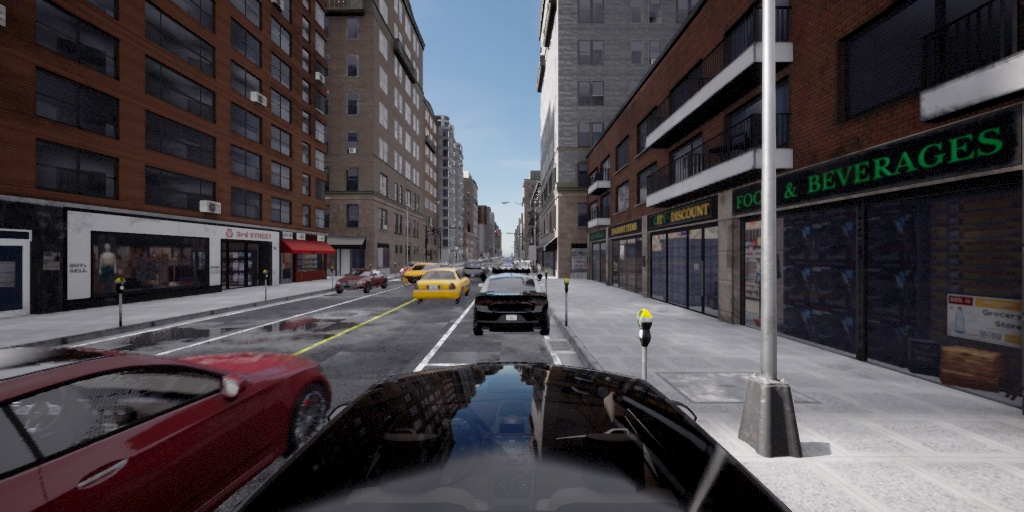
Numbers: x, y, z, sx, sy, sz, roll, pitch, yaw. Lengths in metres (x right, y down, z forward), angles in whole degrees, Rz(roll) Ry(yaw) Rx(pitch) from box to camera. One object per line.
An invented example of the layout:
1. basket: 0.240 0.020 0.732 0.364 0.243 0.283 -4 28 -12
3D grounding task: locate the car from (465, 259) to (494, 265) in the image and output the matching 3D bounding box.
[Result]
1. car: -2.933 1.243 29.353 2.128 1.511 4.902 0 0 0

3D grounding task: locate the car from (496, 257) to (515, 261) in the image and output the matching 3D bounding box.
1. car: -0.383 1.190 36.951 1.967 1.591 4.097 0 0 0

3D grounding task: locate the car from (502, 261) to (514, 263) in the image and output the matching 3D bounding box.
1. car: -0.383 1.300 25.913 2.007 1.370 4.403 0 0 0

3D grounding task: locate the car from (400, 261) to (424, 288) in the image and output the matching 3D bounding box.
1. car: -5.869 1.228 24.279 1.882 1.535 5.008 0 0 0

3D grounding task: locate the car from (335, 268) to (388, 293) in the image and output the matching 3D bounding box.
1. car: -8.408 1.332 20.388 1.802 1.307 4.207 0 0 0

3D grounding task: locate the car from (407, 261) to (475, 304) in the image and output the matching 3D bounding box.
1. car: -3.019 1.205 16.364 1.801 1.575 5.366 0 0 0

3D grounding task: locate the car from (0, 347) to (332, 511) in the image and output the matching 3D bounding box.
1. car: -2.937 1.276 2.091 1.812 1.442 4.674 0 0 0

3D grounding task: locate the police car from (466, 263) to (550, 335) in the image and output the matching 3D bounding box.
1. police car: -0.012 1.175 10.610 1.930 1.638 5.238 0 0 0
